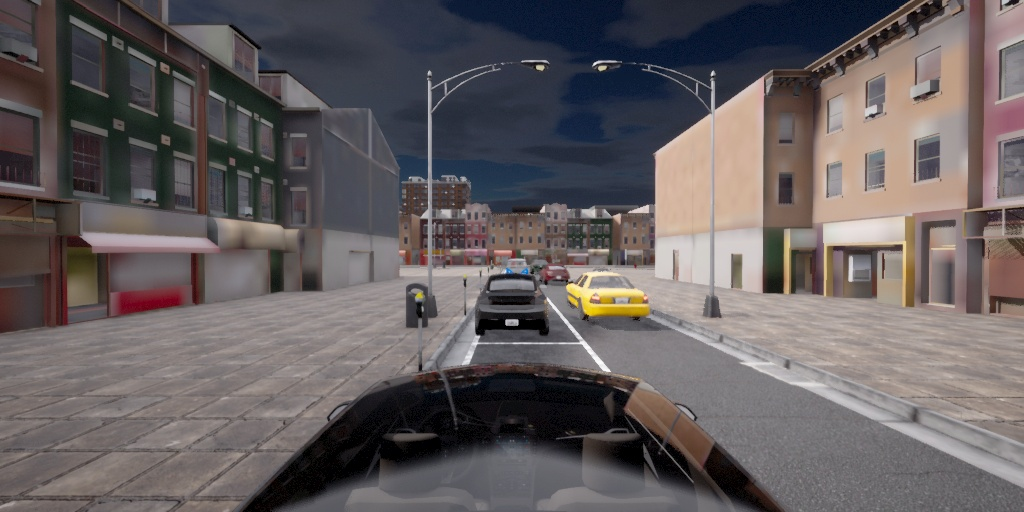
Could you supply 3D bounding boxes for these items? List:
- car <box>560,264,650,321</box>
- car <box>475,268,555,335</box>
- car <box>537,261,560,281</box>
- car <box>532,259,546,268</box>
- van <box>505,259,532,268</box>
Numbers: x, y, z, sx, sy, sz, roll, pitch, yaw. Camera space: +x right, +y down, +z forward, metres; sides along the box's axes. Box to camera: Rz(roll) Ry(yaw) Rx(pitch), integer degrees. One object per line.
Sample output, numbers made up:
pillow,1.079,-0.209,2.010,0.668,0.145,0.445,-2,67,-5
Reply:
car,3.021,1.206,12.431,1.801,1.575,5.366,0,0,0
car,0.000,1.253,10.501,1.837,1.490,4.892,0,0,0
car,3.103,1.280,26.396,1.812,1.442,4.674,0,0,-1
car,3.097,1.116,40.964,2.097,1.767,4.553,0,0,0
van,0.382,1.095,27.349,1.690,1.789,3.998,0,0,0
